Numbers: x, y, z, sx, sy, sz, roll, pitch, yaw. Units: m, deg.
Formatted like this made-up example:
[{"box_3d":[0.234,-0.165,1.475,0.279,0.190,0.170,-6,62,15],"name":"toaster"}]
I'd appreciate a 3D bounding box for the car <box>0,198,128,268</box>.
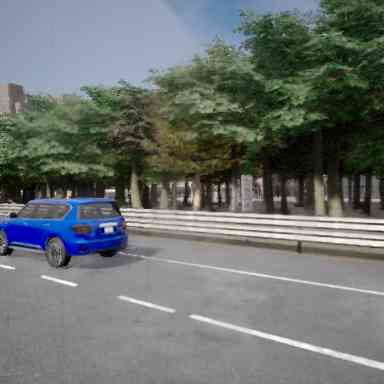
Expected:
[{"box_3d":[-4.660,1.225,11.501,5.566,2.045,2.150,0,0,36],"name":"car"}]
